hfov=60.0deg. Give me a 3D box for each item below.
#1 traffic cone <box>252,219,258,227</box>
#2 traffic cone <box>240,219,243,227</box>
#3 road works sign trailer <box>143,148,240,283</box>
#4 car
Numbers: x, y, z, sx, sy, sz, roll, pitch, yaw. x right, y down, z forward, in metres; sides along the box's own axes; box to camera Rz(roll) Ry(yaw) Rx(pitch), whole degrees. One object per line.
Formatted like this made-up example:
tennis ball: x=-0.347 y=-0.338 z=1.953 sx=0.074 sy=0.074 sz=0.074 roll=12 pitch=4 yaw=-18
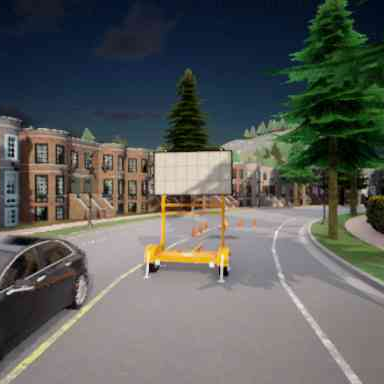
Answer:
traffic cone: x=4.240 y=2.052 z=22.408 sx=0.340 sy=0.580 sz=0.340 roll=0 pitch=0 yaw=12
traffic cone: x=3.264 y=2.052 z=22.616 sx=0.340 sy=0.580 sz=0.340 roll=0 pitch=0 yaw=12
road works sign trailer: x=0.057 y=0.507 z=10.014 sx=2.380 sy=3.560 sz=2.880 roll=0 pitch=0 yaw=12
car: x=-3.148 y=1.528 z=5.150 sx=1.837 sy=1.490 sz=4.892 roll=0 pitch=0 yaw=3
